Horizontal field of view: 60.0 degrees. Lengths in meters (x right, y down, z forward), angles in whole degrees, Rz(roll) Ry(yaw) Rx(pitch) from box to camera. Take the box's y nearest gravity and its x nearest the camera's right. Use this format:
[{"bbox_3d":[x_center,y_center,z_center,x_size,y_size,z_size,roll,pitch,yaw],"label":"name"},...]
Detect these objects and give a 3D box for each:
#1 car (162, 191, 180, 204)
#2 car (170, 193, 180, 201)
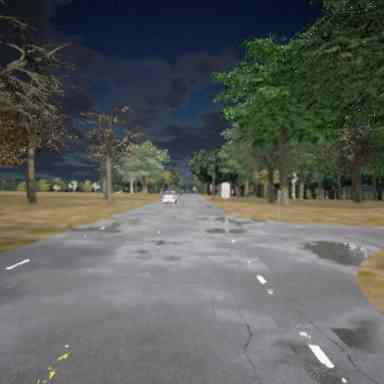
[{"bbox_3d":[-3.585,0.891,53.827,2.150,2.045,5.566,0,0,0],"label":"car"},{"bbox_3d":[-3.516,1.057,69.619,1.812,1.442,4.674,0,0,0],"label":"car"}]
